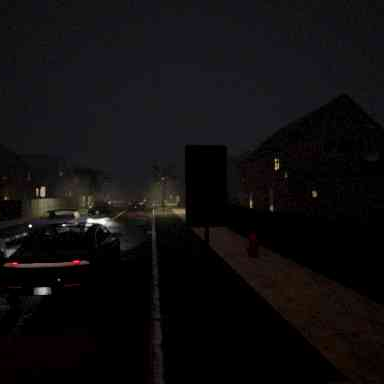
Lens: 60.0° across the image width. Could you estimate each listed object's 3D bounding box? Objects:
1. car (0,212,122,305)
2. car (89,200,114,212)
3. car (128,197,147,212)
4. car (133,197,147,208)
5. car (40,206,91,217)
[{"bbox_3d":[-2.850,1.481,8.121,2.128,1.511,4.902,0,0,-7],"label":"car"},{"bbox_3d":[-8.364,1.469,30.808,2.128,1.511,4.902,0,0,-7],"label":"car"},{"bbox_3d":[-6.408,1.450,38.854,2.128,1.511,4.902,0,0,-6],"label":"car"},{"bbox_3d":[-7.624,1.476,48.853,1.837,1.490,4.892,0,0,-6],"label":"car"},{"bbox_3d":[-6.770,1.593,17.094,1.895,1.301,4.718,0,0,-7],"label":"car"}]
